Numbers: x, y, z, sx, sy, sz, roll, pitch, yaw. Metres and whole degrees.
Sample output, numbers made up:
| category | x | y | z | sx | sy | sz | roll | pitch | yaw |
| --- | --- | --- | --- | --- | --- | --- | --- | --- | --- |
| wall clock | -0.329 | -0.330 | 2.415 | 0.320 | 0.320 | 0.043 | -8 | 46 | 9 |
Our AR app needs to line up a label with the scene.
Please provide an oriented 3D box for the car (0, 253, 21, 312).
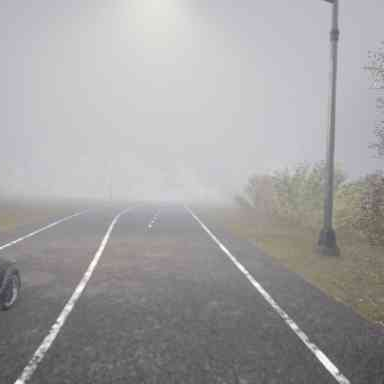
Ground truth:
| category | x | y | z | sx | sy | sz | roll | pitch | yaw |
| --- | --- | --- | --- | --- | --- | --- | --- | --- | --- |
| car | -3.993 | 1.425 | 4.526 | 1.994 | 1.385 | 4.181 | 2 | 0 | -8 |
